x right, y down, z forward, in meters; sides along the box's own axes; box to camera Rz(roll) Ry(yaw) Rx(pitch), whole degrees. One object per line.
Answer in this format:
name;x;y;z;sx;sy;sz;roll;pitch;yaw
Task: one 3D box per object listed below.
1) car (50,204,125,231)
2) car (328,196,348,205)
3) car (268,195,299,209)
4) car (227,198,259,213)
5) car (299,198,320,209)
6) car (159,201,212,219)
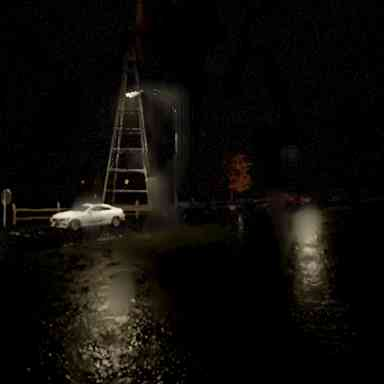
car;-6.246;1.451;20.349;1.812;1.442;4.674;1;1;39
car;23.642;1.365;53.854;2.033;1.411;5.357;1;1;40
car;11.706;1.178;43.488;2.097;1.767;4.553;1;1;39
car;5.532;1.387;35.644;1.812;1.442;4.674;1;1;38
car;15.098;1.424;43.101;1.994;1.385;4.181;1;1;38
car;-0.394;1.441;27.961;2.033;1.411;5.357;1;1;38
